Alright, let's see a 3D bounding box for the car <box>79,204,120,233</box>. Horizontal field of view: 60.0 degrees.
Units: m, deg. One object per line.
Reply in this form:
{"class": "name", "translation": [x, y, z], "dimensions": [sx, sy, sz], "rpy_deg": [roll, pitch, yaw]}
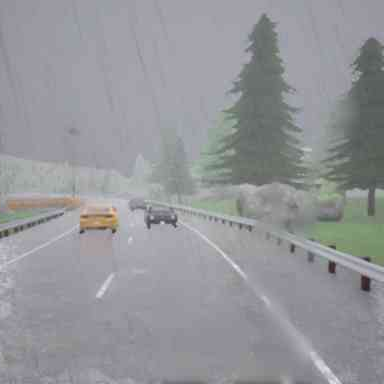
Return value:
{"class": "car", "translation": [-5.259, 1.436, 19.343], "dimensions": [1.882, 1.535, 5.008], "rpy_deg": [0, 0, -9]}

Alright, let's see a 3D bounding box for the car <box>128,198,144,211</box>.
{"class": "car", "translation": [-6.327, 1.452, 38.579], "dimensions": [2.033, 1.411, 5.357], "rpy_deg": [0, 0, -16]}

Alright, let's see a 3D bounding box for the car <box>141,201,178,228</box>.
{"class": "car", "translation": [-2.166, 1.542, 22.009], "dimensions": [1.895, 1.301, 4.718], "rpy_deg": [0, 0, -11]}
